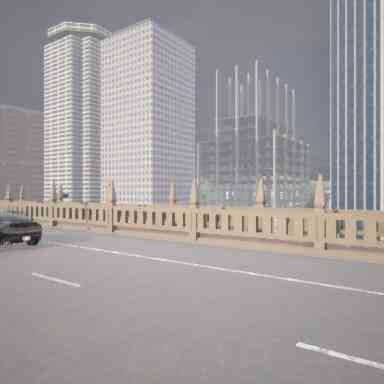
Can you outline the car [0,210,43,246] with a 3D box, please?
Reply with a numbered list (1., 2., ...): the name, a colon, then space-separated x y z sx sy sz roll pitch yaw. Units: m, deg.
1. car: -8.269 1.516 14.066 4.892 1.490 1.837 0 0 36
